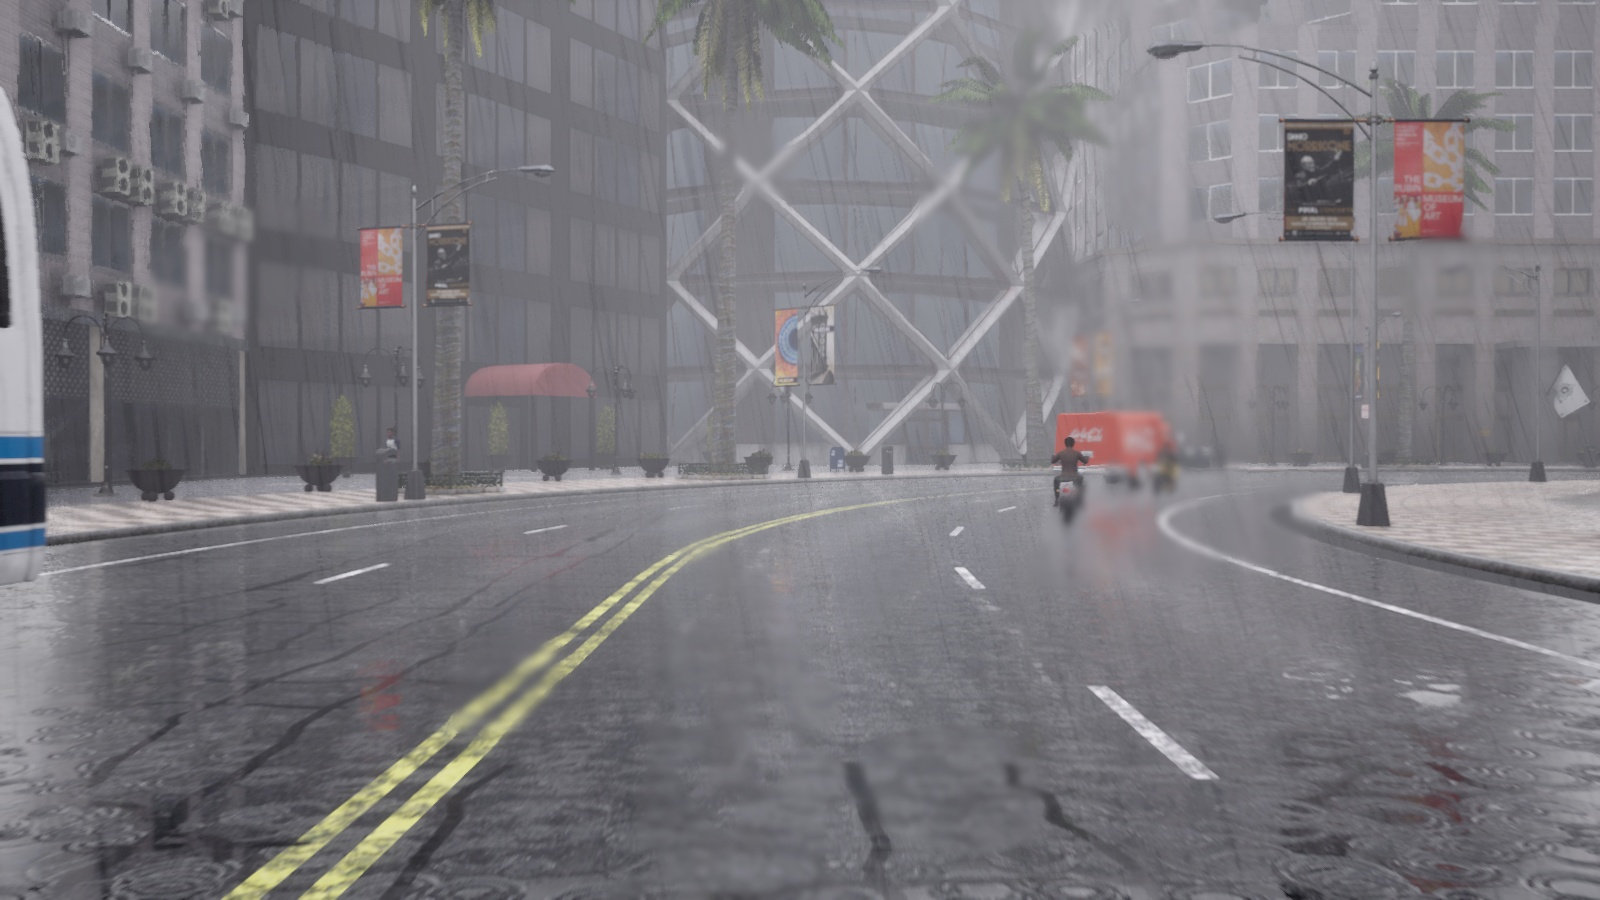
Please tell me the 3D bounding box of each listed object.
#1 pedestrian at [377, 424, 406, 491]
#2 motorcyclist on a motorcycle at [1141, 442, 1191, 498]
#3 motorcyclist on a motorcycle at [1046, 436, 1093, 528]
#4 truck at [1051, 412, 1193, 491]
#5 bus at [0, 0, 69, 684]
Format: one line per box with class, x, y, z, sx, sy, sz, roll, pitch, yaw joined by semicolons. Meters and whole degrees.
pedestrian;-11.333;0.198;34.847;0.354;1.836;0.706;0;0;29
motorcyclist on a motorcycle;10.290;0.538;35.245;0.797;1.523;2.044;1;1;32
motorcyclist on a motorcycle;5.141;0.567;23.848;0.766;1.649;2.350;0;0;14
truck;10.739;0.034;41.627;2.627;2.467;5.204;0;0;40
bus;-6.962;-0.655;3.383;3.944;4.253;10.273;0;0;0
